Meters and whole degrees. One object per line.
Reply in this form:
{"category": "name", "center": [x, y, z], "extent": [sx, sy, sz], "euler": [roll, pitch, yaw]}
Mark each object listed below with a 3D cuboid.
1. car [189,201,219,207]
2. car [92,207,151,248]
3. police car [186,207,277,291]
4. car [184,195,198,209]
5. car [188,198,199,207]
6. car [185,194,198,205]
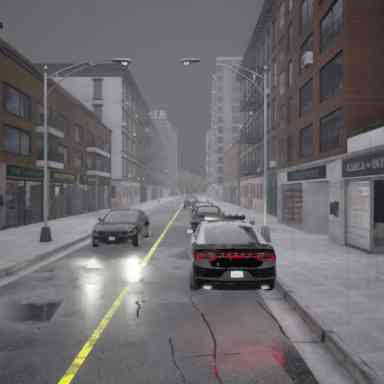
{"category": "car", "center": [0.869, 1.501, 19.057], "extent": [1.837, 1.490, 4.892], "euler": [0, 0, 0]}
{"category": "car", "center": [-3.024, 1.475, 15.007], "extent": [1.882, 1.535, 5.008], "euler": [0, 0, 0]}
{"category": "police car", "center": [0.886, 1.424, 9.168], "extent": [1.930, 1.638, 5.238], "euler": [0, 0, 0]}
{"category": "car", "center": [-0.065, 1.328, 45.947], "extent": [2.097, 1.767, 4.553], "euler": [0, 0, 0]}
{"category": "car", "center": [0.858, 1.471, 25.058], "extent": [1.882, 1.535, 5.008], "euler": [0, 0, 0]}
{"category": "car", "center": [-0.100, 1.313, 59.535], "extent": [2.097, 1.767, 4.553], "euler": [0, 0, 0]}
